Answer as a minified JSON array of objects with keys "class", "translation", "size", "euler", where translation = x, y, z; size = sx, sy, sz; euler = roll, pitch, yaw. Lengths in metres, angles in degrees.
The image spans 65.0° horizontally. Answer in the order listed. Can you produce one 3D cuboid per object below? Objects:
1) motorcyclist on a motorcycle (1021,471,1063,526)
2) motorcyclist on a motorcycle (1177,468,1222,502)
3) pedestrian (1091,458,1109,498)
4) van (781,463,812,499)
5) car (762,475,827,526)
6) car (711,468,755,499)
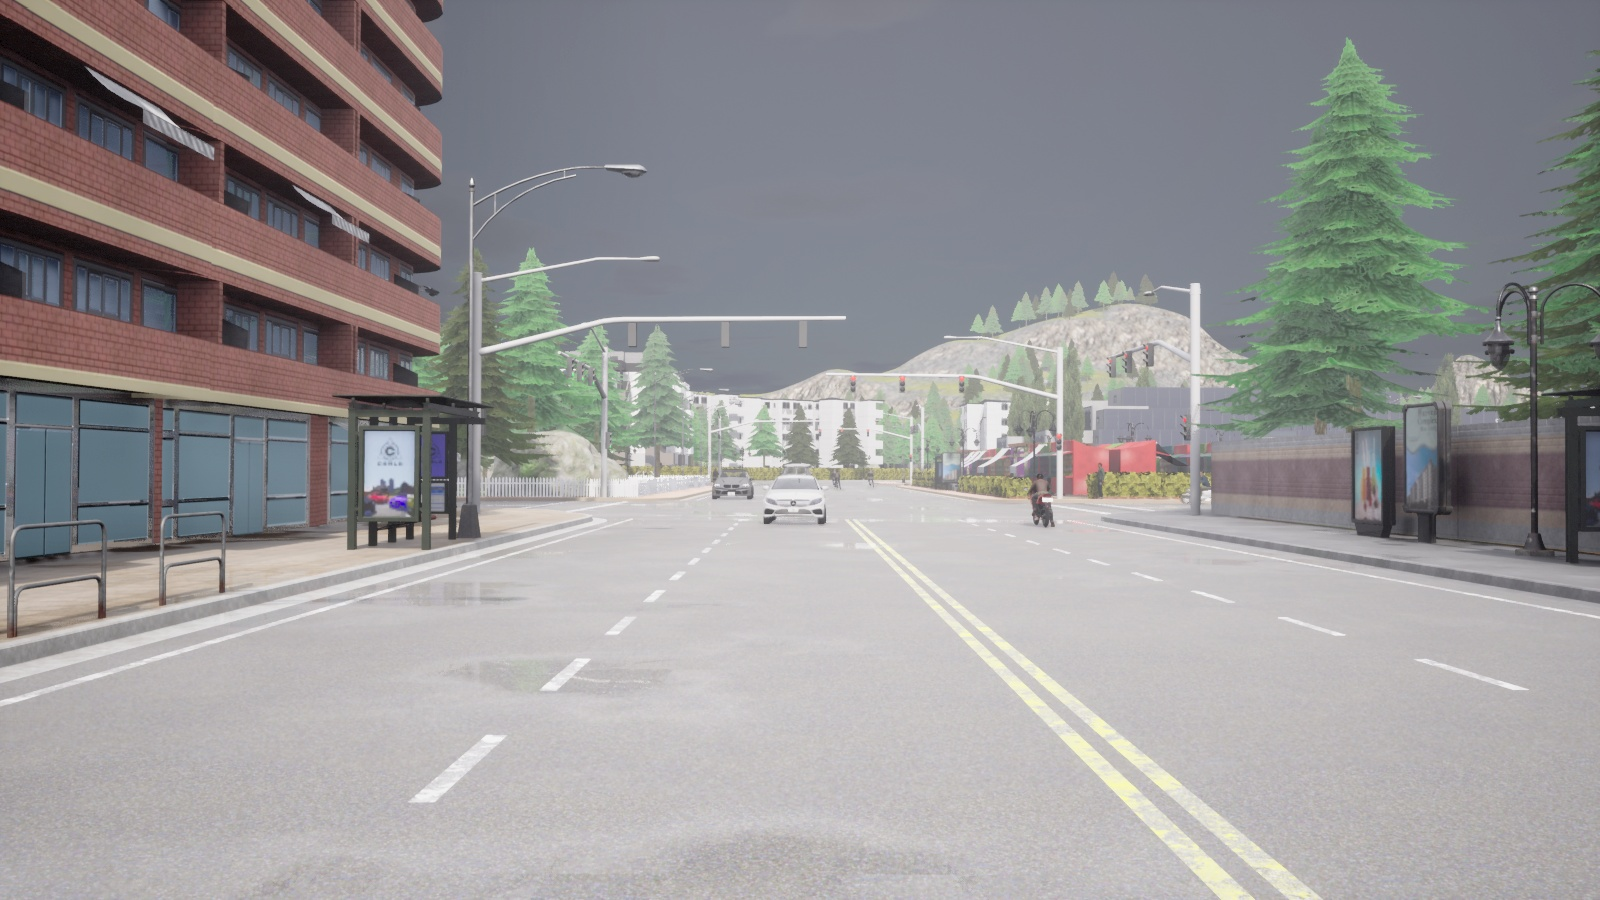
[{"class":"motorcyclist on a motorcycle","translation":[6.901,1.371,35.922],"size":[0.797,1.523,2.044],"euler":[0,-1,0]},{"class":"motorcyclist on a motorcycle","translation":[18.712,1.624,58.889],"size":[1.817,1.590,0.866],"euler":[0,-1,-1]},{"class":"pedestrian","translation":[14.962,1.401,62.560],"size":[0.788,1.949,0.423],"euler":[0,-1,2]},{"class":"van","translation":[-0.201,1.800,73.544],"size":[1.775,1.987,4.442],"euler":[0,-1,0]},{"class":"car","translation":[-0.108,1.477,37.989],"size":[1.812,1.442,4.674],"euler":[0,-1,2]},{"class":"car","translation":[-3.693,1.844,69.900],"size":[2.242,1.667,4.611],"euler":[0,-1,0]}]
